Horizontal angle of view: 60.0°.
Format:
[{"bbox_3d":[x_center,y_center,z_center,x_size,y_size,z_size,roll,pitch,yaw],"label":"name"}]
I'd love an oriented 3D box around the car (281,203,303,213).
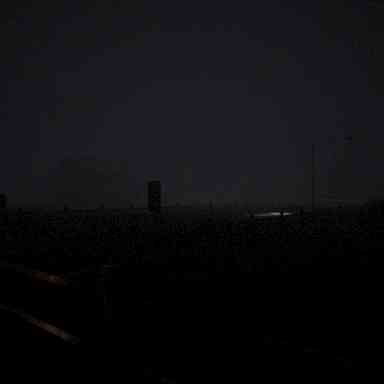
[{"bbox_3d":[14.850,2.337,49.271,1.895,1.301,4.718,-1,-1,36],"label":"car"}]
